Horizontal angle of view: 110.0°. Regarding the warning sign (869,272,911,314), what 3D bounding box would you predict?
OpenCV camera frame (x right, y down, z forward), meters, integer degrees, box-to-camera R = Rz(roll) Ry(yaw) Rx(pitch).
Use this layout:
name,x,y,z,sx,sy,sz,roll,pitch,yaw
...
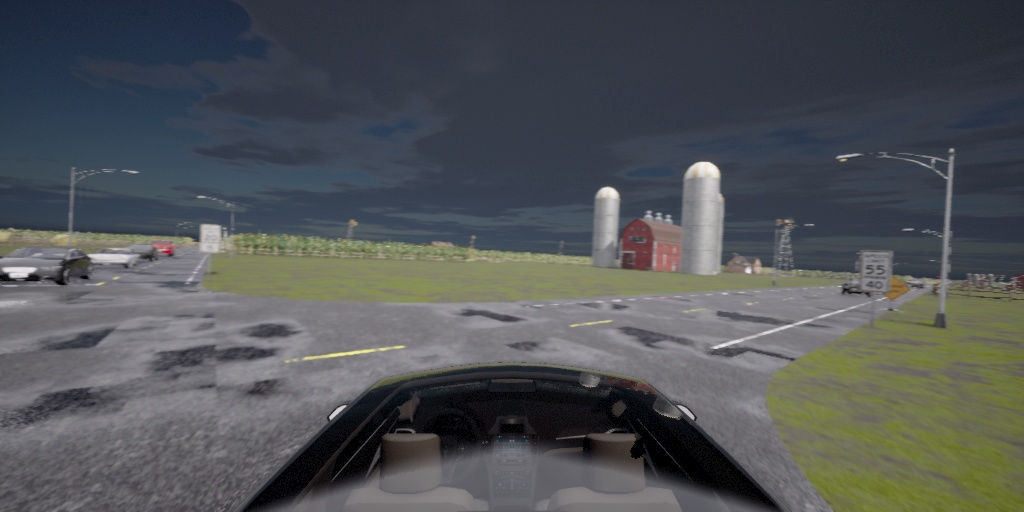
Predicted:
name,x,y,z,sx,sy,sz,roll,pitch,yaw
warning sign,19.591,1.938,18.542,1.060,1.860,1.300,0,0,-39

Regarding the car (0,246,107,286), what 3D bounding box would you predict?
name,x,y,z,sx,sy,sz,roll,pitch,yaw
car,-18.950,0.346,14.636,2.128,1.511,4.902,3,0,-38

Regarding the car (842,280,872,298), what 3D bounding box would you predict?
name,x,y,z,sx,sy,sz,roll,pitch,yaw
car,32.330,2.961,33.402,5.008,1.535,1.882,4,0,-39

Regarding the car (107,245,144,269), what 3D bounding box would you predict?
name,x,y,z,sx,sy,sz,roll,pitch,yaw
car,-26.499,0.112,23.941,1.895,1.301,4.718,3,0,-40

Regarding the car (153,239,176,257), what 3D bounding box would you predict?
name,x,y,z,sx,sy,sz,roll,pitch,yaw
car,-42.904,-1.004,43.982,2.150,2.045,5.566,3,0,-40

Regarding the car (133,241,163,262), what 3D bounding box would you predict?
name,x,y,z,sx,sy,sz,roll,pitch,yaw
car,-33.693,-0.337,32.685,1.882,1.535,5.008,3,0,-39
